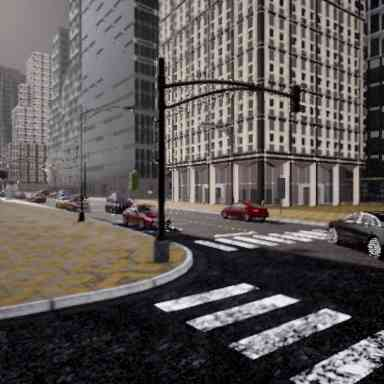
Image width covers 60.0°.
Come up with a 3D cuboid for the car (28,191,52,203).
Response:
[{"bbox_3d":[-23.931,0.926,52.321,1.887,1.381,4.507,1,0,-35],"label":"car"}]

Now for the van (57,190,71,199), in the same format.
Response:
[{"bbox_3d":[-26.914,0.521,70.096,1.690,1.788,3.998,1,0,-37],"label":"van"}]

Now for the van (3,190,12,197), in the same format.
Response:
[{"bbox_3d":[-40.479,0.405,74.600,1.690,1.788,3.998,1,0,-38],"label":"van"}]

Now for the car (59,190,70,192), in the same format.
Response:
[{"bbox_3d":[-18.614,0.915,49.357,1.882,1.535,5.008,0,0,-34],"label":"car"}]

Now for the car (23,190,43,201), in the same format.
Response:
[{"bbox_3d":[-27.051,0.845,56.716,1.752,1.417,4.829,1,0,-36],"label":"car"}]

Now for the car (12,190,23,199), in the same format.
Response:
[{"bbox_3d":[-33.737,0.630,65.812,1.967,1.590,4.097,1,0,-37],"label":"car"}]

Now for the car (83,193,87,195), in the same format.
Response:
[{"bbox_3d":[-20.390,0.870,61.199,1.947,1.339,4.313,1,0,-36],"label":"car"}]

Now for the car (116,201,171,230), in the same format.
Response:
[{"bbox_3d":[-2.800,1.401,19.818,1.802,1.307,4.206,1,0,-32],"label":"car"}]

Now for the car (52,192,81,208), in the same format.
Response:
[{"bbox_3d":[-14.497,1.098,38.364,1.752,1.417,4.829,1,0,-33],"label":"car"}]

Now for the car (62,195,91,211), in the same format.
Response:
[{"bbox_3d":[-11.584,1.215,33.845,1.802,1.307,4.206,1,0,-32],"label":"car"}]

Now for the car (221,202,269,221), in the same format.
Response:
[{"bbox_3d":[3.856,1.378,24.457,1.802,1.307,4.206,1,0,-32],"label":"car"}]

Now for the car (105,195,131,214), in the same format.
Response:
[{"bbox_3d":[-6.567,1.251,30.699,1.994,1.385,4.181,0,1,-32],"label":"car"}]

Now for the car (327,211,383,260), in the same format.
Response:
[{"bbox_3d":[6.727,1.431,12.210,2.128,1.511,4.902,1,1,-3],"label":"car"}]
